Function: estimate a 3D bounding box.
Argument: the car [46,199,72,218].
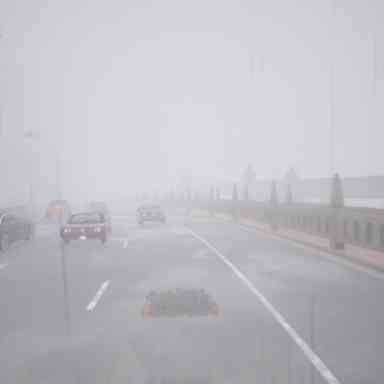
[{"bbox_3d":[-12.657,1.461,31.821,2.097,1.767,4.553,0,0,-19],"label":"car"}]

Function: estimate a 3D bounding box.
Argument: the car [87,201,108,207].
[{"bbox_3d":[-9.601,1.635,33.905,2.033,1.411,5.357,0,0,-20],"label":"car"}]

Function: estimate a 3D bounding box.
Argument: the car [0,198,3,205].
[{"bbox_3d":[-40.251,1.871,68.556,1.837,1.490,4.892,0,0,-24],"label":"car"}]

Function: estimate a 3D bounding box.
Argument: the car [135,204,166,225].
[{"bbox_3d":[-3.171,1.585,24.793,2.033,1.411,5.357,0,0,-14],"label":"car"}]

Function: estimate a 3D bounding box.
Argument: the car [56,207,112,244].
[{"bbox_3d":[-4.979,1.642,16.236,1.895,1.301,4.718,0,0,-10],"label":"car"}]

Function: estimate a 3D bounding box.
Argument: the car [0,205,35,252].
[{"bbox_3d":[-8.173,1.548,13.936,2.128,1.511,4.902,0,0,-8],"label":"car"}]

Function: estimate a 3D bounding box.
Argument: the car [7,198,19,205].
[{"bbox_3d":[-34.038,1.853,63.297,2.033,1.411,5.357,0,0,-24],"label":"car"}]
